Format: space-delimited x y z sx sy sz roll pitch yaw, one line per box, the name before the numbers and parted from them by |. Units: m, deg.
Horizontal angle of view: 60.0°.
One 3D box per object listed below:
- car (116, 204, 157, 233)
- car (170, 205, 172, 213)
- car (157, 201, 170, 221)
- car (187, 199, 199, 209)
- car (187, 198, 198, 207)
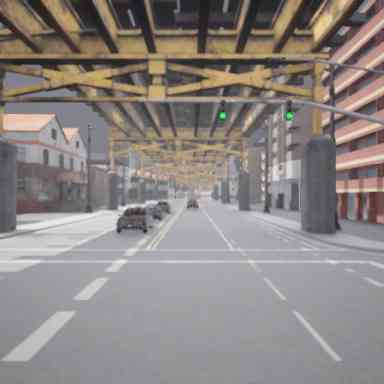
car | -3.598 1.738 21.567 1.837 1.490 4.892 0 -1 0
car | -3.592 1.937 41.438 1.837 1.490 4.892 0 0 0
car | -3.596 1.886 31.418 2.033 1.411 5.357 0 -1 0
car | 0.098 2.102 54.260 1.895 1.301 4.718 0 0 0
car | 0.083 1.990 64.224 1.882 1.535 5.008 0 0 0
